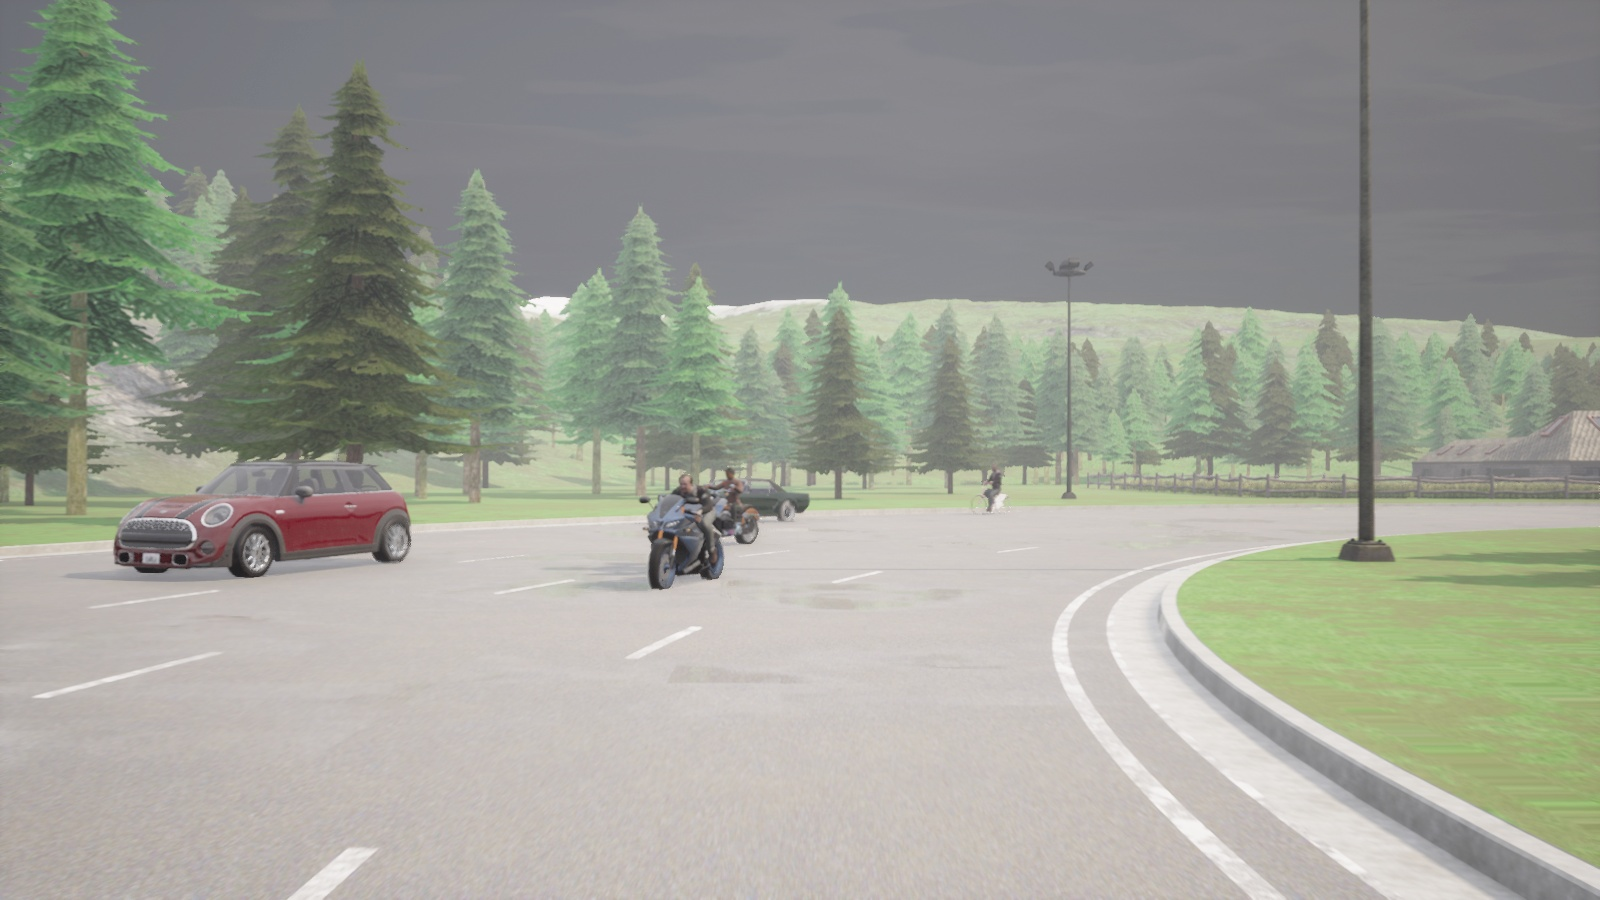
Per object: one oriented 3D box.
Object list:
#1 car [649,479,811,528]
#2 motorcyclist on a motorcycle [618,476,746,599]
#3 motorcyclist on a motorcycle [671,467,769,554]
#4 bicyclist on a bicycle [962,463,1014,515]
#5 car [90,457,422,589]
[{"bbox_3d":[-1.977,1.506,36.610,1.895,1.301,4.718,-1,-1,43],"label":"car"},{"bbox_3d":[-1.550,1.126,17.029,0.866,1.530,2.191,0,-1,20],"label":"motorcyclist on a motorcycle"},{"bbox_3d":[-1.580,1.173,25.265,0.766,1.649,2.350,0,-1,31],"label":"motorcyclist on a motorcycle"},{"bbox_3d":[6.590,1.361,44.035,1.843,1.776,0.659,1,-1,-34],"label":"bicyclist on a bicycle"},{"bbox_3d":[-8.123,1.011,19.284,2.097,1.767,4.553,-1,-1,21],"label":"car"}]
